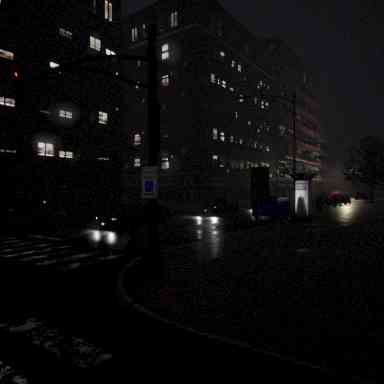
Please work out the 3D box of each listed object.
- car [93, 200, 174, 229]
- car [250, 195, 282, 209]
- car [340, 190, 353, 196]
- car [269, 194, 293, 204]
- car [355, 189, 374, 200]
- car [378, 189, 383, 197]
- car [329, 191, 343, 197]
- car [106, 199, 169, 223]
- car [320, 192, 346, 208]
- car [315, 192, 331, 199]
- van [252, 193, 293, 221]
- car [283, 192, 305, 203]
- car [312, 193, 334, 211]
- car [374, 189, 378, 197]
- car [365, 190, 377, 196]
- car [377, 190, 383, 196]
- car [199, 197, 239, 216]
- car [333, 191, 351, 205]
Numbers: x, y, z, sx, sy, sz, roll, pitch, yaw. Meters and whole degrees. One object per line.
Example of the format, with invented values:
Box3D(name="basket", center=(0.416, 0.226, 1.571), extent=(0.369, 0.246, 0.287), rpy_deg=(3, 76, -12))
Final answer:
Box3D(name="car", center=(-3.335, 1.323, 20.343), extent=(2.033, 1.411, 5.357), rpy_deg=(0, 1, 36))
Box3D(name="car", center=(8.217, 1.066, 36.519), extent=(1.994, 1.385, 4.181), rpy_deg=(0, 1, 35))
Box3D(name="car", center=(38.848, 0.278, 83.644), extent=(2.008, 1.369, 4.403), rpy_deg=(1, 1, 36))
Box3D(name="car", center=(12.601, 0.933, 46.885), extent=(1.802, 1.307, 4.206), rpy_deg=(1, 1, 36))
Box3D(name="car", center=(28.714, 0.564, 55.888), extent=(1.967, 1.590, 4.097), rpy_deg=(1, 1, 36))
Box3D(name="car", center=(41.851, 0.356, 74.289), extent=(1.887, 1.381, 4.507), rpy_deg=(1, 1, 36))
Box3D(name="car", center=(32.286, 0.428, 74.454), extent=(1.887, 1.381, 4.507), rpy_deg=(1, 1, 36))
Box3D(name="car", center=(-3.804, 1.283, 23.909), extent=(1.887, 1.381, 4.507), rpy_deg=(1, 1, 36))
Box3D(name="car", center=(15.576, 0.979, 37.490), extent=(1.887, 1.381, 4.507), rpy_deg=(1, 1, 36))
Box3D(name="car", center=(25.724, 0.621, 65.265), extent=(1.802, 1.307, 4.206), rpy_deg=(1, 1, 36))
Box3D(name="van", center=(5.724, 1.009, 23.687), extent=(1.690, 1.788, 3.998), rpy_deg=(1, 1, 36))
Box3D(name="car", center=(15.783, 0.801, 51.341), extent=(1.752, 1.417, 4.829), rpy_deg=(1, 1, 36))
Box3D(name="car", center=(12.292, 1.078, 32.891), extent=(1.947, 1.339, 4.313), rpy_deg=(1, 1, 36))
Box3D(name="car", center=(31.998, 0.590, 60.490), extent=(1.887, 1.381, 4.507), rpy_deg=(1, 1, 36))
Box3D(name="car", center=(44.241, 0.216, 82.067), extent=(1.994, 1.385, 4.181), rpy_deg=(0, 1, 36))
Box3D(name="car", center=(45.135, 0.315, 78.889), extent=(1.802, 1.307, 4.206), rpy_deg=(1, 1, 36))
Box3D(name="car", center=(2.418, 1.165, 28.398), extent=(1.812, 1.442, 4.674), rpy_deg=(0, 1, 35))
Box3D(name="car", center=(18.861, 0.923, 42.091), extent=(1.947, 1.339, 4.313), rpy_deg=(1, 1, 36))
